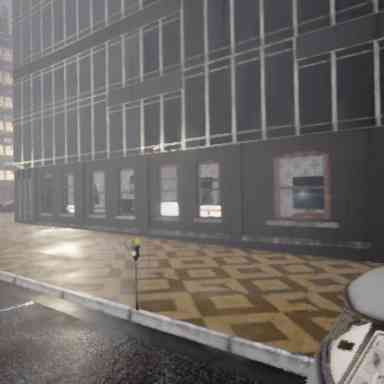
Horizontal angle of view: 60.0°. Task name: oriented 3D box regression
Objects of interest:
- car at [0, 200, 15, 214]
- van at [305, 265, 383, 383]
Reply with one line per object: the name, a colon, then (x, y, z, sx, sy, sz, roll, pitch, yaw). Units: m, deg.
car: (-16.189, 1.398, 32.211, 1.887, 1.381, 4.507, -1, -1, 36)
van: (2.406, 1.342, 1.182, 3.998, 1.788, 1.690, 0, -1, 36)
